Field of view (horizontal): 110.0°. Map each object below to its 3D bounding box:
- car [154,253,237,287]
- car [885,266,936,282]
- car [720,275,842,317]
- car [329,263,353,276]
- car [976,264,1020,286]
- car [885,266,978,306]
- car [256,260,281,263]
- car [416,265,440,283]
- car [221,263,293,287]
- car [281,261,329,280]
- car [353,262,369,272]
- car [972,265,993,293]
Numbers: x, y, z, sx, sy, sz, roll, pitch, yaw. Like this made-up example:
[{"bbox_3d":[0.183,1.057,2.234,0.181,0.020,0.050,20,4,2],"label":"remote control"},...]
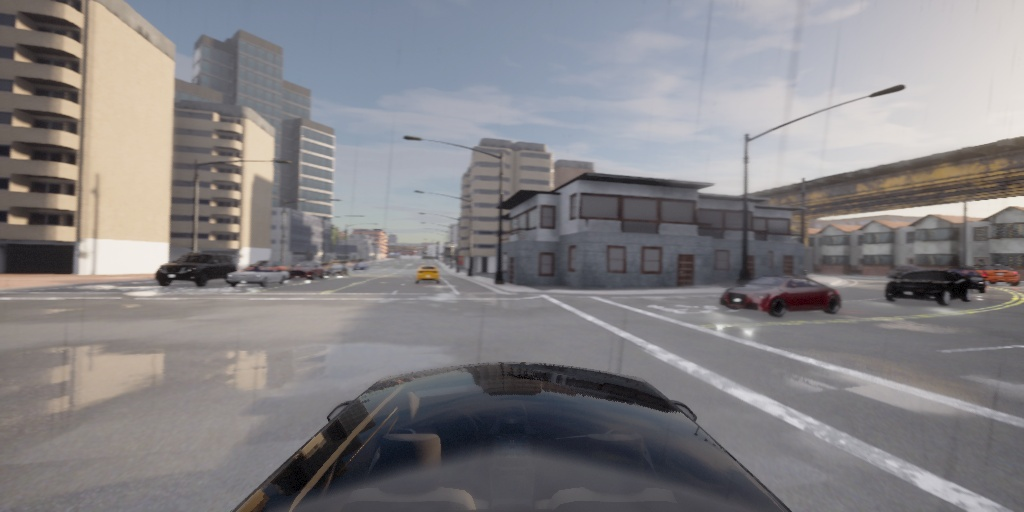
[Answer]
[{"bbox_3d":[-19.956,0.823,23.084,2.150,2.045,5.566,2,-1,-13],"label":"car"},{"bbox_3d":[38.435,1.708,34.735,1.994,1.385,4.181,1,-1,28],"label":"car"},{"bbox_3d":[10.158,1.440,13.642,4.181,1.385,1.994,0,0,-15],"label":"car"},{"bbox_3d":[-21.249,1.711,43.790,1.812,1.442,4.674,2,-2,-13],"label":"car"},{"bbox_3d":[39.450,1.469,29.893,2.097,1.767,4.553,1,0,33],"label":"car"},{"bbox_3d":[19.828,1.392,17.064,5.008,1.535,1.882,0,0,-27],"label":"car"},{"bbox_3d":[-22.148,1.151,32.311,2.097,1.767,4.553,2,-2,-13],"label":"car"},{"bbox_3d":[-7.382,1.547,31.514,1.882,1.535,5.008,2,-2,-13],"label":"car"},{"bbox_3d":[-16.470,1.287,23.505,1.895,1.301,4.718,2,-1,-13],"label":"car"},{"bbox_3d":[-18.566,1.223,32.373,2.097,1.767,4.553,2,-2,-13],"label":"car"},{"bbox_3d":[-24.746,1.751,58.756,1.882,1.535,5.008,2,-1,-13],"label":"car"},{"bbox_3d":[28.421,1.481,22.730,5.357,1.411,2.033,0,0,-40],"label":"car"}]
